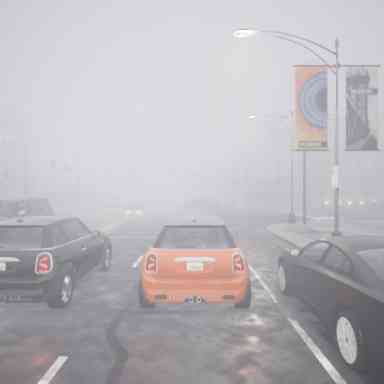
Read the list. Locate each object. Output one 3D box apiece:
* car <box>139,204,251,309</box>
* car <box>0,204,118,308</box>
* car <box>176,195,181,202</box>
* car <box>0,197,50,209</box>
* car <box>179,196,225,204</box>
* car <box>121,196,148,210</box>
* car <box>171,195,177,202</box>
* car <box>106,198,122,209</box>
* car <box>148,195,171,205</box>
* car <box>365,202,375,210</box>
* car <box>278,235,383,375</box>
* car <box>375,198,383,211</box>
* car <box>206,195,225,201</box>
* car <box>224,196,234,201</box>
[{"bbox_3d":[0.067,1.348,8.048,2.097,1.767,4.553,0,0,0],"label":"car"},{"bbox_3d":[-3.434,1.348,8.052,2.097,1.767,4.553,0,0,0],"label":"car"},{"bbox_3d":[-0.922,1.521,72.381,1.994,1.385,4.181,0,0,30],"label":"car"},{"bbox_3d":[-7.094,1.216,12.564,2.150,2.045,5.566,0,0,0],"label":"car"},{"bbox_3d":[1.154,1.529,41.386,2.033,1.411,5.357,0,0,-42],"label":"car"},{"bbox_3d":[-7.025,1.546,41.208,1.994,1.385,4.181,0,0,1],"label":"car"},{"bbox_3d":[-3.555,1.467,74.776,1.837,1.490,4.892,0,0,30],"label":"car"},{"bbox_3d":[-10.488,1.527,46.408,2.033,1.411,5.357,0,0,1],"label":"car"},{"bbox_3d":[-5.757,1.499,59.834,1.812,1.442,4.674,0,0,15],"label":"car"},{"bbox_3d":[23.417,1.487,39.924,4.892,1.490,1.837,0,0,0],"label":"car"},{"bbox_3d":[2.903,1.477,5.697,2.097,1.535,5.008,0,0,0],"label":"car"},{"bbox_3d":[23.181,1.337,36.420,4.553,1.767,2.097,0,0,0],"label":"car"},{"bbox_3d":[6.044,1.488,86.075,4.902,1.511,2.128,0,0,-43],"label":"car"},{"bbox_3d":[8.346,1.559,83.466,4.718,1.301,1.895,0,0,-40],"label":"car"}]
